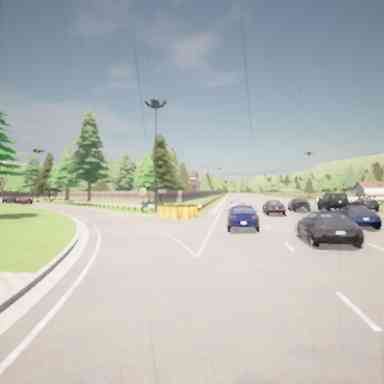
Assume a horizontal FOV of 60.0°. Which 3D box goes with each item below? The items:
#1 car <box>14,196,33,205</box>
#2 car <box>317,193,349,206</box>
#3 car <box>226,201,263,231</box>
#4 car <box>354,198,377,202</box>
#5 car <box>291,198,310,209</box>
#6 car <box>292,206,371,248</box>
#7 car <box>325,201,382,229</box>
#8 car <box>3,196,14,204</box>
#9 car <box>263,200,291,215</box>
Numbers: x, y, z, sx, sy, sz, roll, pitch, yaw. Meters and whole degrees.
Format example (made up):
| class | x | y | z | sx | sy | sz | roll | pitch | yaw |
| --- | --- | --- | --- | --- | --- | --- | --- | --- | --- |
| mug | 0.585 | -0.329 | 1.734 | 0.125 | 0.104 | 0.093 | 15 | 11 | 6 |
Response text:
| class | x | y | z | sx | sy | sz | roll | pitch | yaw |
| --- | --- | --- | --- | --- | --- | --- | --- | --- | --- |
| car | -31.437 | 1.644 | 62.610 | 1.812 | 1.442 | 4.674 | 0 | 0 | -43 |
| car | 15.549 | 1.146 | 36.873 | 2.150 | 2.045 | 5.566 | 0 | 0 | 7 |
| car | 3.065 | 1.508 | 20.292 | 1.812 | 1.442 | 4.674 | 0 | 0 | 7 |
| car | 19.097 | 1.401 | 37.073 | 2.128 | 1.511 | 4.902 | 0 | 0 | 7 |
| car | 12.155 | 1.444 | 37.984 | 1.837 | 1.490 | 4.892 | 0 | 0 | 7 |
| car | 5.953 | 1.535 | 14.791 | 1.994 | 1.385 | 4.181 | 0 | 0 | 7 |
| car | 10.196 | 1.515 | 21.025 | 1.994 | 1.385 | 4.181 | 0 | 0 | 7 |
| car | -38.224 | 1.604 | 69.876 | 2.128 | 1.511 | 4.902 | 0 | 0 | -43 |
| car | 8.042 | 1.506 | 32.866 | 2.033 | 1.411 | 5.357 | 0 | 0 | 7 |
